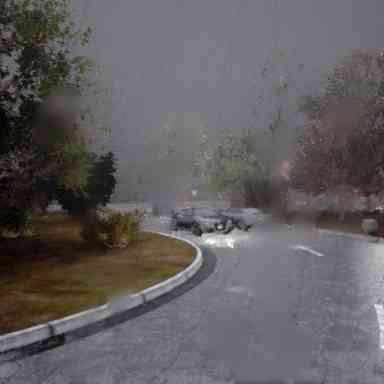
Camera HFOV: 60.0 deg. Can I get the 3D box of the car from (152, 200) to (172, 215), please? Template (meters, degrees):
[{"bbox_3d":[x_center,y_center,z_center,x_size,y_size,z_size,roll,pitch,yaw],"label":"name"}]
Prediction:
[{"bbox_3d":[-2.956,1.591,34.325,1.837,1.490,4.892,0,0,-11],"label":"car"}]

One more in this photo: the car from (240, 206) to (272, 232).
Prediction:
[{"bbox_3d":[2.969,1.583,20.628,1.994,1.385,4.181,0,0,-31],"label":"car"}]

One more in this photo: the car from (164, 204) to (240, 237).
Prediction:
[{"bbox_3d":[0.433,1.577,18.375,1.994,1.385,4.181,0,0,-30],"label":"car"}]
